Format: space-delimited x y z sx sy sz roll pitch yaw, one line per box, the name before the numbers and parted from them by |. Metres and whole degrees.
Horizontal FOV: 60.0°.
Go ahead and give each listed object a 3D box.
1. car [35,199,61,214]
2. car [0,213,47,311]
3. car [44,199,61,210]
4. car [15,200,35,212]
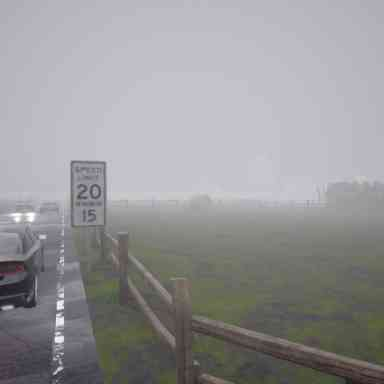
car | -15.153 1.495 35.531 2.128 1.511 4.902 0 0 -21
car | -4.444 1.481 7.521 1.882 1.535 5.008 0 0 -21
car | -18.948 1.605 45.269 1.895 1.301 4.718 0 0 -21
car | -19.627 1.623 39.366 1.895 1.301 4.718 0 0 -21
